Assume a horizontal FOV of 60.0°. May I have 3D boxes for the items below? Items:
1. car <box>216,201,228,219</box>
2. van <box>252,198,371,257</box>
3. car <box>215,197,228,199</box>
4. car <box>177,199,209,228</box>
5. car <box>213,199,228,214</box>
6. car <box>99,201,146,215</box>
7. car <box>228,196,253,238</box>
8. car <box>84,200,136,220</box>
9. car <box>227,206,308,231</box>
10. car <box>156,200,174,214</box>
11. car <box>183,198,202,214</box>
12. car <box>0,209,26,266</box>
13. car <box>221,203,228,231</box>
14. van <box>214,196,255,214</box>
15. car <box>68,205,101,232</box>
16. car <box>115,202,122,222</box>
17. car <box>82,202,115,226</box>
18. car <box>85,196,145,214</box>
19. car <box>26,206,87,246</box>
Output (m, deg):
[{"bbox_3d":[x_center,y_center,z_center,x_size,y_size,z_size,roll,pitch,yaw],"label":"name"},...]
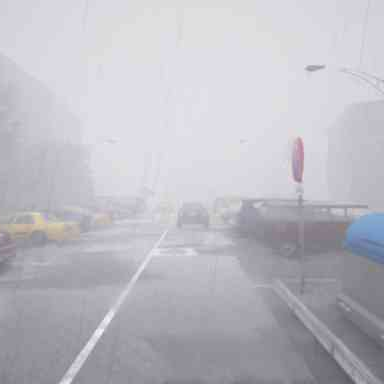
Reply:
[{"bbox_3d":[4.602,1.653,26.378,4.792,1.488,2.163,0,0,0],"label":"car"},{"bbox_3d":[4.773,1.323,12.550,4.442,1.987,1.878,0,0,0],"label":"van"},{"bbox_3d":[4.589,1.529,32.089,4.553,1.767,2.185,0,0,0],"label":"car"},{"bbox_3d":[0.056,1.482,23.593,2.097,1.767,4.553,0,0,0],"label":"car"},{"bbox_3d":[4.811,1.636,29.170,5.366,1.575,1.946,0,0,0],"label":"car"},{"bbox_3d":[-7.749,1.735,37.368,4.792,1.488,2.163,0,-1,0],"label":"car"},{"bbox_3d":[4.680,1.313,15.342,5.566,2.045,2.435,0,0,0],"label":"car"},{"bbox_3d":[-7.675,1.666,29.008,4.792,1.488,2.163,0,0,0],"label":"car"},{"bbox_3d":[4.638,1.634,20.922,4.674,1.452,2.002,0,0,0],"label":"car"},{"bbox_3d":[-3.144,1.754,39.816,1.882,1.535,5.008,0,-1,0],"label":"car"},{"bbox_3d":[0.027,1.615,39.144,2.097,1.767,4.553,0,-1,0],"label":"car"},{"bbox_3d":[-7.636,1.405,9.452,4.553,1.767,2.185,0,0,0],"label":"car"},{"bbox_3d":[4.461,1.576,18.005,5.366,1.575,1.946,0,0,0],"label":"car"},{"bbox_3d":[4.726,1.487,37.656,4.442,1.987,1.878,0,-1,0],"label":"van"},{"bbox_3d":[-7.712,1.605,17.833,4.792,1.488,2.163,0,0,0],"label":"car"},{"bbox_3d":[-7.723,1.635,23.421,4.792,1.488,2.163,0,0,0],"label":"car"},{"bbox_3d":[-7.874,1.588,20.627,5.366,1.575,1.946,0,0,0],"label":"car"},{"bbox_3d":[-7.681,1.400,31.803,5.566,2.045,2.435,0,0,0],"label":"car"},{"bbox_3d":[-7.864,1.558,15.040,5.366,1.575,1.946,0,0,0],"label":"car"}]
